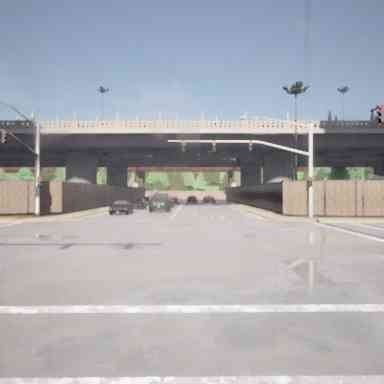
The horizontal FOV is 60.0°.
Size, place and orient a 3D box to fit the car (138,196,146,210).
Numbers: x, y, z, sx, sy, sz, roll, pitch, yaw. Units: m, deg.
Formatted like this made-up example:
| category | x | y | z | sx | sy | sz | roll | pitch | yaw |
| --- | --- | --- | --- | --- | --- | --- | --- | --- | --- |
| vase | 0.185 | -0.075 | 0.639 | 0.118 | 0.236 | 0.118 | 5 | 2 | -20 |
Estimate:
| category | x | y | z | sx | sy | sz | roll | pitch | yaw |
| --- | --- | --- | --- | --- | --- | --- | --- | --- | --- |
| car | -7.092 | 1.473 | 43.515 | 1.837 | 1.490 | 4.892 | 0 | 0 | 0 |

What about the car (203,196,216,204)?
| category | x | y | z | sx | sy | sz | roll | pitch | yaw |
| --- | --- | --- | --- | --- | --- | --- | --- | --- | --- |
| car | 3.498 | 1.479 | 63.830 | 1.812 | 1.442 | 4.674 | 0 | 0 | 0 |

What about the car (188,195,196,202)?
| category | x | y | z | sx | sy | sz | roll | pitch | yaw |
| --- | --- | --- | --- | --- | --- | --- | --- | --- | --- |
| car | -0.003 | 1.445 | 73.816 | 1.837 | 1.490 | 4.892 | 0 | 0 | 0 |

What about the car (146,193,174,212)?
| category | x | y | z | sx | sy | sz | roll | pitch | yaw |
| --- | --- | --- | --- | --- | --- | --- | --- | --- | --- |
| car | -3.594 | 1.194 | 38.075 | 2.150 | 2.045 | 5.566 | 0 | 0 | -1 |

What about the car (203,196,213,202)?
| category | x | y | z | sx | sy | sz | roll | pitch | yaw |
| --- | --- | --- | --- | --- | --- | --- | --- | --- | --- |
| car | 3.497 | 1.498 | 73.817 | 1.994 | 1.385 | 4.181 | 0 | 0 | 0 |

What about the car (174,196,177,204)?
| category | x | y | z | sx | sy | sz | roll | pitch | yaw |
| --- | --- | --- | --- | --- | --- | --- | --- | --- | --- |
| car | -3.580 | 1.468 | 47.885 | 1.837 | 1.490 | 4.892 | 0 | 1 | 0 |

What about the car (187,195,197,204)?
| category | x | y | z | sx | sy | sz | roll | pitch | yaw |
| --- | --- | --- | --- | --- | --- | --- | --- | --- | --- |
| car | -0.002 | 1.459 | 63.455 | 1.837 | 1.490 | 4.892 | 0 | 0 | 0 |

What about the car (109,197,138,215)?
| category | x | y | z | sx | sy | sz | roll | pitch | yaw |
| --- | --- | --- | --- | --- | --- | --- | --- | --- | --- |
| car | -7.117 | 1.523 | 33.895 | 2.033 | 1.411 | 5.357 | 0 | 0 | -3 |

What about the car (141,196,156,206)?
| category | x | y | z | sx | sy | sz | roll | pitch | yaw |
| --- | --- | --- | --- | --- | --- | --- | --- | --- | --- |
| car | -7.086 | 1.464 | 54.240 | 1.837 | 1.490 | 4.892 | 0 | 0 | 0 |
